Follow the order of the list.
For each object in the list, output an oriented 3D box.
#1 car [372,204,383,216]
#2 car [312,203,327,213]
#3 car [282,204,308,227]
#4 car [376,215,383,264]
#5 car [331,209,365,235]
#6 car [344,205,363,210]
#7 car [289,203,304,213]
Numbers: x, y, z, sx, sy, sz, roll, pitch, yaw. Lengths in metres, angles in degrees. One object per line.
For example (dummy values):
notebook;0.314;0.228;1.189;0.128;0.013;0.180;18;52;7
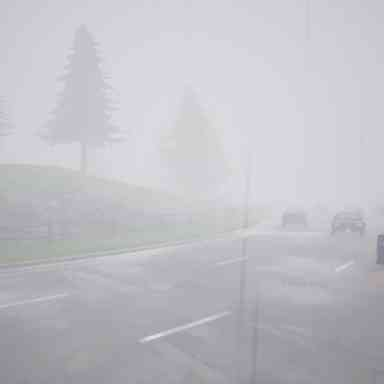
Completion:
car;24.059;2.271;41.630;1.812;1.442;4.674;-1;-1;17
car;19.968;2.548;52.025;1.837;1.490;4.892;-1;-1;17
car;8.689;2.067;28.016;1.882;1.535;5.008;-1;-1;19
car;7.999;1.686;11.970;1.882;1.535;5.008;-1;-1;38
car;10.228;2.025;21.915;1.895;1.301;4.718;-1;-1;24
car;20.563;2.349;42.328;2.033;1.411;5.357;-1;-1;18
car;16.838;2.612;53.739;2.128;1.511;4.902;-1;-1;17
